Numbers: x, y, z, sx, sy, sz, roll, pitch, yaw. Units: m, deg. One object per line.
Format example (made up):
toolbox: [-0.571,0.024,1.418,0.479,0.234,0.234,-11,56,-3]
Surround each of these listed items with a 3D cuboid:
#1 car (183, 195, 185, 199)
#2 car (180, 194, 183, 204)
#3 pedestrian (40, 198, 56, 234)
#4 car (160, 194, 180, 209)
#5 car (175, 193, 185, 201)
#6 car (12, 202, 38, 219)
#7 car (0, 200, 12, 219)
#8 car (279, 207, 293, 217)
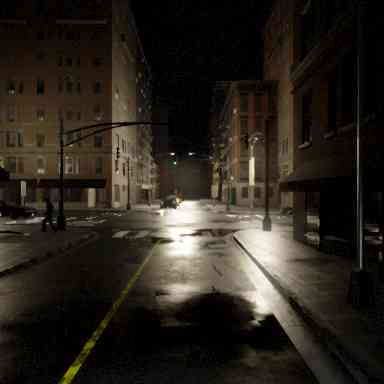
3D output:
car: [-2.987,1.569,64.702,1.895,1.301,4.718,0,0,1]
car: [-3.061,1.327,53.603,2.097,1.767,4.553,0,0,0]
pedestrian: [-7.143,1.139,16.473,0.375,1.860,0.375,0,0,0]
car: [-3.050,1.334,43.962,2.097,1.767,4.553,0,0,-1]
car: [-2.902,1.127,80.297,2.097,1.767,4.553,0,0,0]
car: [-15.019,1.327,26.030,5.357,1.411,2.033,1,0,4]
car: [-15.445,1.279,22.757,4.892,1.490,1.837,1,0,0]
car: [10.977,1.794,32.619,4.718,1.301,1.895,1,0,0]
